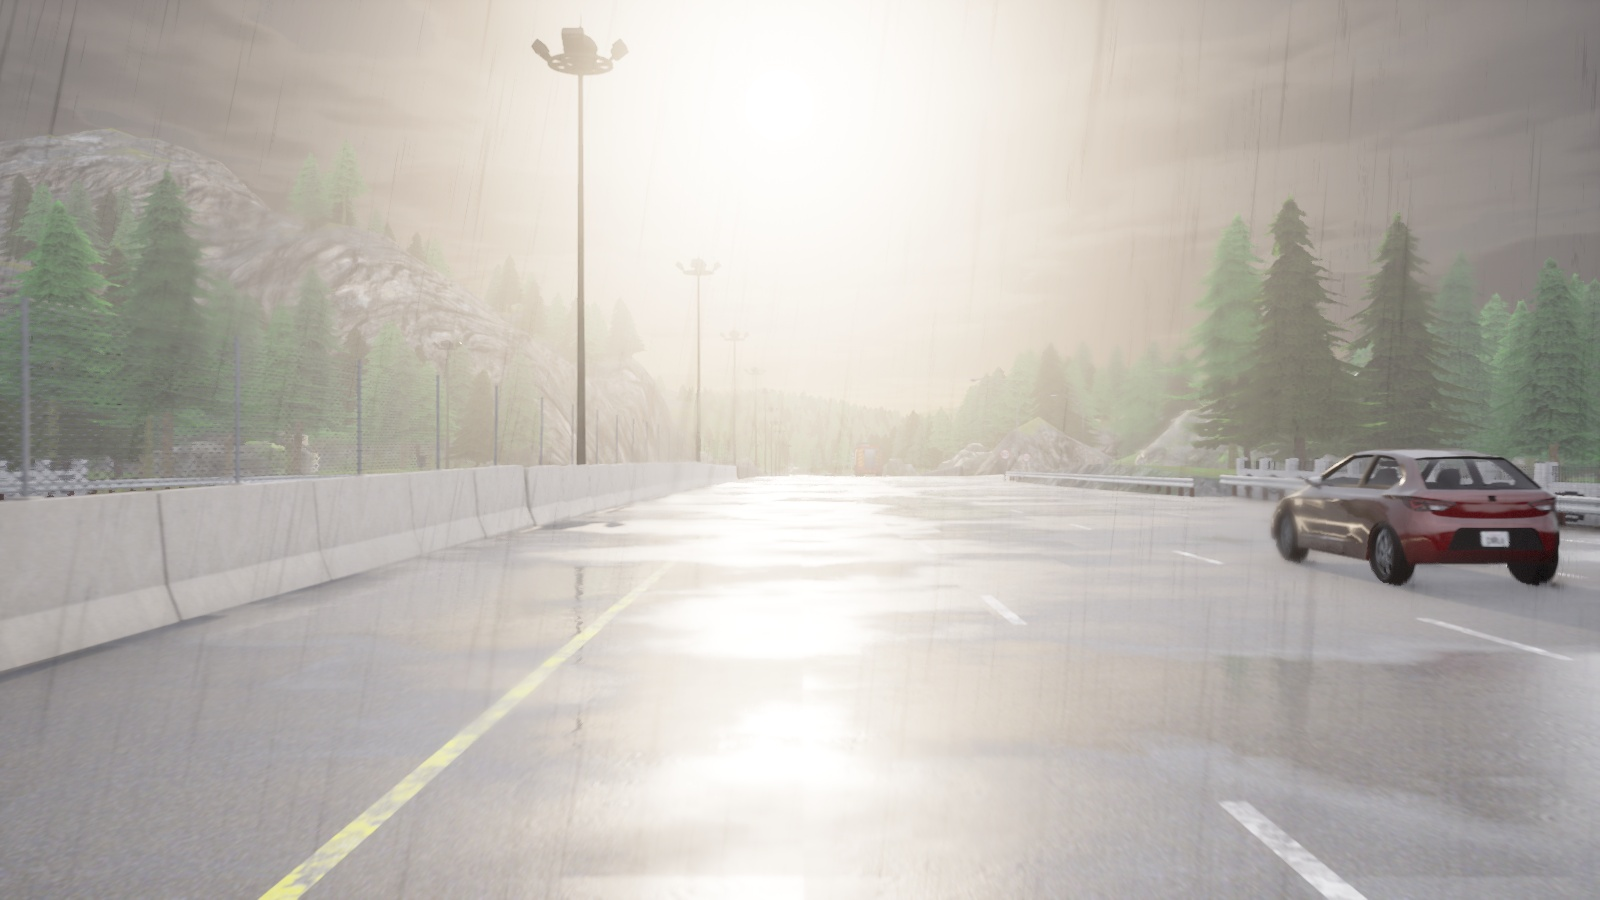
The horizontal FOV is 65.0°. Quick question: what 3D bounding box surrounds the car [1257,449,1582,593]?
[{"bbox_3d":[7.100,0.724,14.947,1.816,1.474,4.193,0,0,0],"label":"car"}]
